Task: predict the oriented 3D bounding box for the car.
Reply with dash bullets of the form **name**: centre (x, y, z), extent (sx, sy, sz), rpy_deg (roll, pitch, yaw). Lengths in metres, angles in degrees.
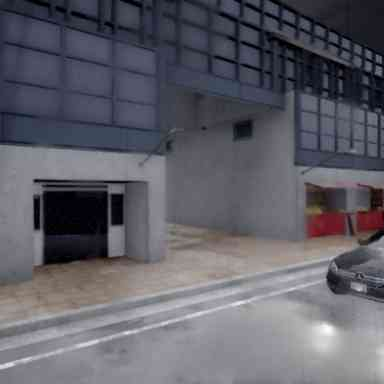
- **car**: centre (4.998, 1.506, 7.528), extent (4.674, 1.442, 1.812), rpy_deg (0, 0, -35)
